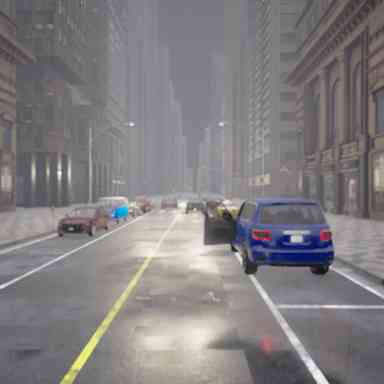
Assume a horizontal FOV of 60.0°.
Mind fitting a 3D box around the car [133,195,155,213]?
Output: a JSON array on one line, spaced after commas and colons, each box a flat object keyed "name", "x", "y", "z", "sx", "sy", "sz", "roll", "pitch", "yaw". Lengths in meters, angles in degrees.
[{"name": "car", "x": -5.482, "y": 1.196, "z": 34.607, "sx": 2.192, "sy": 1.841, "sz": 5.009, "roll": 0, "pitch": 0, "yaw": 0}]

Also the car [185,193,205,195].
[{"name": "car", "x": 0.414, "y": 1.329, "z": 47.776, "sx": 2.128, "sy": 1.511, "sz": 4.902, "roll": 0, "pitch": 0, "yaw": 1}]

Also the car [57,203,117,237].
[{"name": "car", "x": -5.620, "y": 1.482, "z": 17.753, "sx": 1.887, "sy": 1.381, "sz": 4.507, "roll": 0, "pitch": 0, "yaw": 0}]

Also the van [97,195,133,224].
[{"name": "van", "x": -5.574, "y": 1.259, "z": 23.371, "sx": 1.690, "sy": 1.788, "sz": 3.998, "roll": 0, "pitch": 0, "yaw": 0}]

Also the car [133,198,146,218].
[{"name": "car", "x": -5.528, "y": 1.450, "z": 28.989, "sx": 2.008, "sy": 1.369, "sz": 4.403, "roll": 0, "pitch": 0, "yaw": 0}]

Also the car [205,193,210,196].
[{"name": "car", "x": 3.182, "y": 1.352, "z": 51.576, "sx": 1.752, "sy": 1.417, "sz": 4.829, "roll": 0, "pitch": 0, "yaw": 0}]

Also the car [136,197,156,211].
[{"name": "car", "x": -5.438, "y": 1.388, "z": 40.056, "sx": 1.752, "sy": 1.417, "sz": 4.829, "roll": 0, "pitch": 0, "yaw": 0}]

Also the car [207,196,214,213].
[{"name": "car", "x": 3.089, "y": 1.445, "z": 40.169, "sx": 1.802, "sy": 1.307, "sz": 4.206, "roll": 0, "pitch": 0, "yaw": 0}]

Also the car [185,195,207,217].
[{"name": "car", "x": 0.324, "y": 1.390, "z": 33.845, "sx": 1.837, "sy": 1.490, "sz": 4.892, "roll": 0, "pitch": 0, "yaw": 1}]

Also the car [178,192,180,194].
[{"name": "car", "x": -5.022, "y": 1.261, "z": 90.789, "sx": 1.887, "sy": 1.381, "sz": 4.507, "roll": 0, "pitch": 0, "yaw": 0}]

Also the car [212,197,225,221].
[{"name": "car", "x": 2.998, "y": 1.426, "z": 29.102, "sx": 1.752, "sy": 1.417, "sz": 4.829, "roll": 0, "pitch": 0, "yaw": 0}]

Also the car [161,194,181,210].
[{"name": "car", "x": -2.733, "y": 1.338, "z": 40.825, "sx": 1.882, "sy": 1.535, "sz": 5.008, "roll": 0, "pitch": 0, "yaw": 1}]

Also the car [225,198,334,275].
[{"name": "car", "x": 2.477, "y": 1.184, "z": 10.475, "sx": 2.150, "sy": 2.045, "sz": 5.566, "roll": 0, "pitch": 0, "yaw": 0}]
